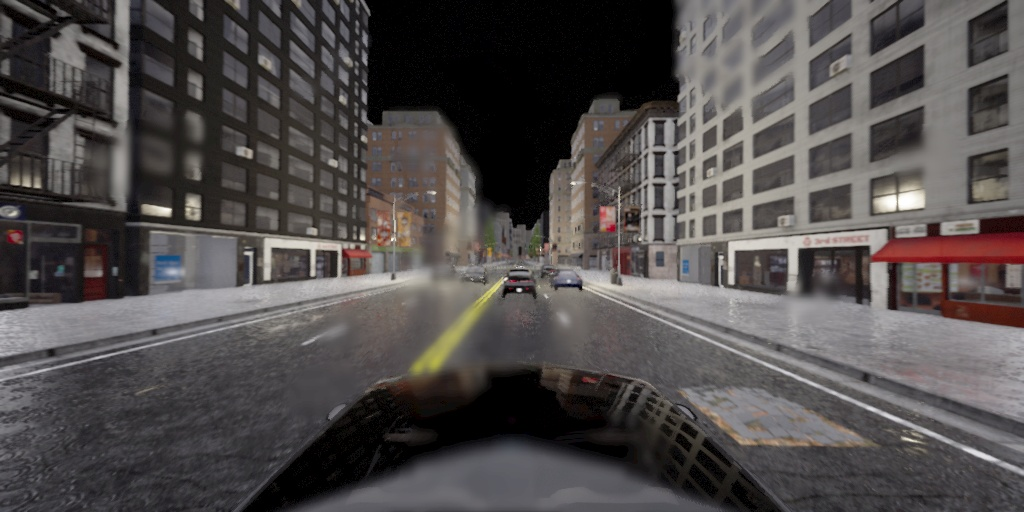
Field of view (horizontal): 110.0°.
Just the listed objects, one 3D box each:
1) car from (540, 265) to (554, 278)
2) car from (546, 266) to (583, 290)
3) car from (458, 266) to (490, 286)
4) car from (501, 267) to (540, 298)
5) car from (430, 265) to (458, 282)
[{"bbox_3d":[4.075,1.738,40.793,1.837,1.490,4.892,0,0,1],"label":"car"},{"bbox_3d":[3.762,1.618,25.360,1.994,1.385,4.181,0,-1,2],"label":"car"},{"bbox_3d":[-2.858,1.541,29.036,1.837,1.490,4.892,0,-1,1],"label":"car"},{"bbox_3d":[0.418,1.472,20.321,1.837,1.490,4.892,0,0,1],"label":"car"},{"bbox_3d":[-6.038,1.554,32.602,1.837,1.490,4.892,0,-1,1],"label":"car"}]
